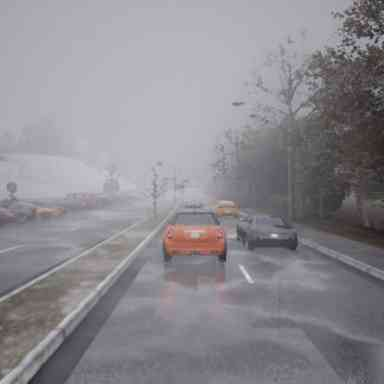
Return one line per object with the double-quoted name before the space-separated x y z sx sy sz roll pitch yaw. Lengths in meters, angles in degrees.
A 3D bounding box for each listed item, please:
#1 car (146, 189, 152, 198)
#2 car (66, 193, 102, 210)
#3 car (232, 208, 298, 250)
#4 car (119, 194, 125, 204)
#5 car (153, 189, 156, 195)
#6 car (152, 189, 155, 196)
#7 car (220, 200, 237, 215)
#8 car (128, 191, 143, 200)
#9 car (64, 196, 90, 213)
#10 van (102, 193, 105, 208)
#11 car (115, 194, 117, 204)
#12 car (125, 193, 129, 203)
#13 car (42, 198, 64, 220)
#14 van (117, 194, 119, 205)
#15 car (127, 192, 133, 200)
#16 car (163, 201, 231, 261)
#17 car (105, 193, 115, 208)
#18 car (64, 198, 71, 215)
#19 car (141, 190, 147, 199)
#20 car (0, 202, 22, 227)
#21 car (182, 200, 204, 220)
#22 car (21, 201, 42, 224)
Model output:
"car" -13.794 0.697 84.174 5.566 2.045 2.435 -1 0 -20
"car" -13.884 1.197 39.225 5.566 2.045 2.435 -1 1 -20
"car" 3.102 1.613 14.509 1.994 1.385 4.181 0 0 0
"car" -13.814 1.162 54.165 4.553 1.767 2.185 -1 1 -20
"car" -13.837 0.540 93.153 5.566 2.045 2.435 -1 1 -20
"car" -13.639 0.841 90.231 5.366 1.575 1.946 -1 1 -20
"car" 3.107 1.496 31.249 1.882 1.535 5.008 0 0 0
"car" -13.801 1.123 72.162 4.792 1.488 2.163 -1 0 -20
"car" -13.853 1.514 36.257 4.674 1.452 2.002 -1 1 -20
"van" -13.746 1.189 42.268 4.442 1.987 1.878 -1 0 -20
"car" -13.841 1.353 48.192 4.892 1.521 2.231 -1 1 -20
"car" -13.834 1.296 57.139 4.674 1.452 2.002 -1 1 -20
"car" -13.692 1.528 27.372 5.366 1.575 1.946 -1 0 -20
"van" -13.956 1.096 51.129 4.442 1.987 1.878 -1 1 -20
"car" -13.811 1.252 60.157 4.792 1.488 2.163 -1 0 -20
"car" 0.100 1.396 12.598 2.097 1.767 4.553 0 0 0
"car" -13.828 1.133 45.221 5.566 2.045 2.435 -1 0 -20
"car" -13.834 1.548 30.300 4.792 1.488 2.163 -1 0 -20
"car" -13.993 1.026 78.086 5.366 1.575 1.946 -1 1 -20
"car" -13.864 1.589 21.331 4.674 1.452 2.002 -1 0 -20
"car" 0.106 1.532 29.741 1.837 1.490 4.892 0 0 0
"car" -13.893 1.576 24.303 4.792 1.488 2.163 -1 0 -20
